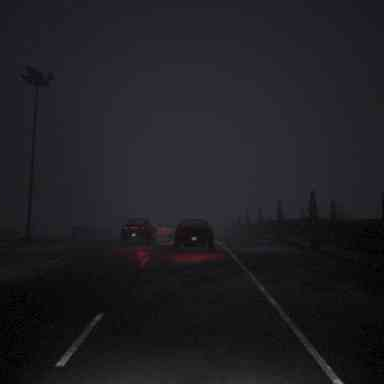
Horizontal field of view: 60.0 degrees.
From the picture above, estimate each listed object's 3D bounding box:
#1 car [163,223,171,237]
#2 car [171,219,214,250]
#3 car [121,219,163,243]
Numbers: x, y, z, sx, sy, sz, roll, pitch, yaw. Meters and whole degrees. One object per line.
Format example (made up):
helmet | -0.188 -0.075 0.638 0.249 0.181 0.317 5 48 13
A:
car | -3.400 4.648 40.683 2.097 1.767 4.553 0 -7 0
car | 0.100 2.171 17.703 1.882 1.535 5.008 0 -4 0
car | -3.401 2.545 21.938 2.128 1.511 4.902 0 -5 0
